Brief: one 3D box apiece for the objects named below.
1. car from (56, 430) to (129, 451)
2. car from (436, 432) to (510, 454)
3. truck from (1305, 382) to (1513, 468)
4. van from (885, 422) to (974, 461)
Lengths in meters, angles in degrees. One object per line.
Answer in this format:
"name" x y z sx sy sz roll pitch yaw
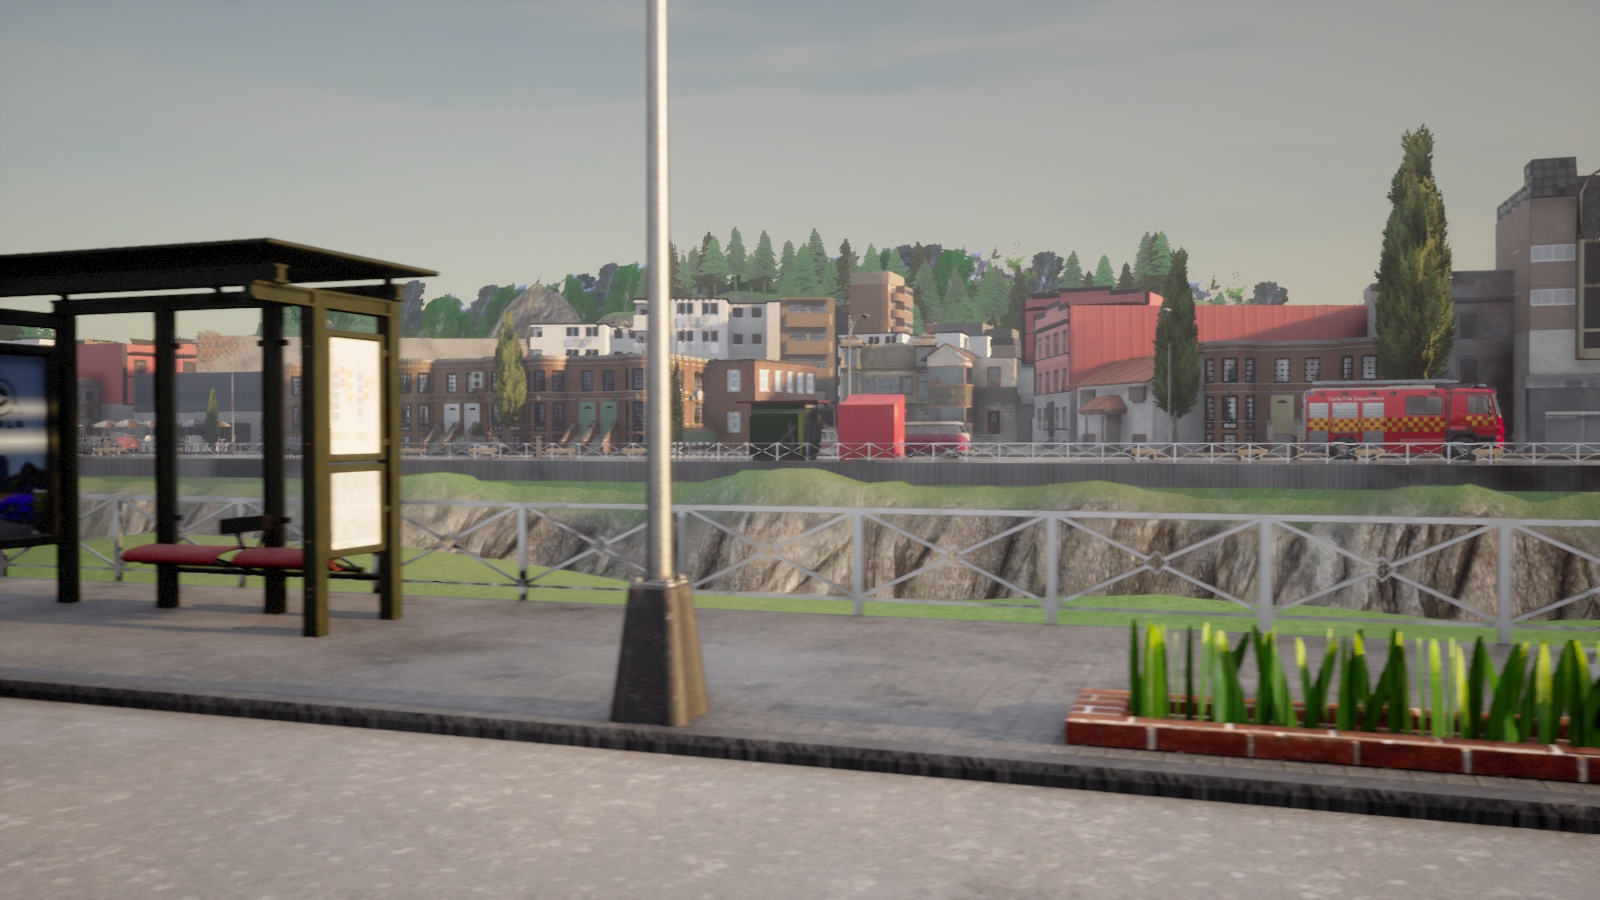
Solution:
"car" -47.840 -0.649 84.898 4.181 1.385 1.994 1 1 19
"car" -20.852 -0.470 80.047 4.181 1.385 1.994 1 1 19
"truck" 28.502 -1.179 59.221 8.468 3.827 2.891 1 1 19
"van" 6.864 -0.460 66.507 4.442 1.987 1.775 1 1 19
